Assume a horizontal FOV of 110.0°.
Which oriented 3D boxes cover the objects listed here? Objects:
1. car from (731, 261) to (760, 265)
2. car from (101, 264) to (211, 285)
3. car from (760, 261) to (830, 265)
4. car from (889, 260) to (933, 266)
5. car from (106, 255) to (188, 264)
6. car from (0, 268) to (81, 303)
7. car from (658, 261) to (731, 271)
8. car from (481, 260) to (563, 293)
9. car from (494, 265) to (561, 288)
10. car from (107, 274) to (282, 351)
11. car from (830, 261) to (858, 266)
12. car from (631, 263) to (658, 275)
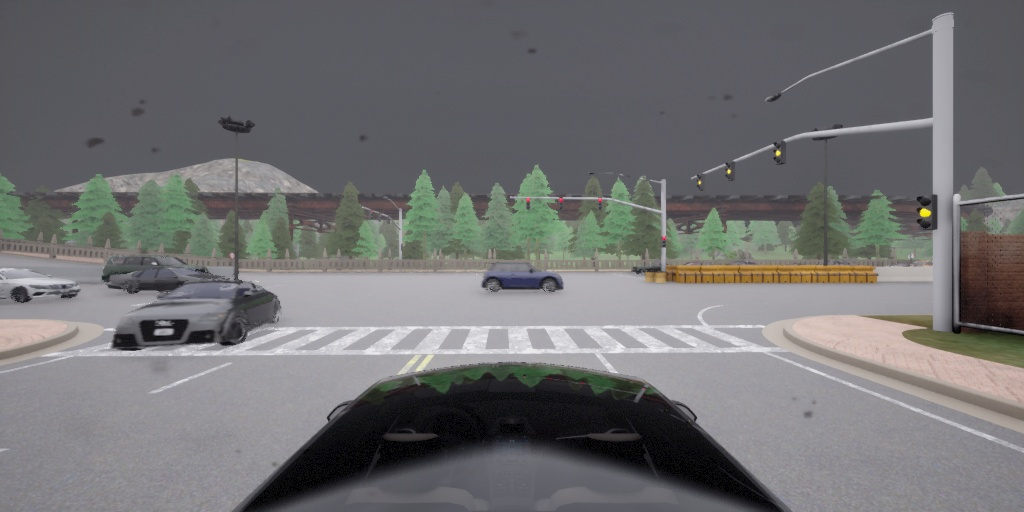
[{"bbox_3d":[24.540,1.241,38.552,4.902,1.511,2.128,0,0,-2],"label":"car"},{"bbox_3d":[-18.485,1.296,19.491,5.357,1.411,2.033,0,0,-2],"label":"car"},{"bbox_3d":[24.863,1.314,31.559,4.181,1.385,1.994,0,0,-2],"label":"car"},{"bbox_3d":[34.808,1.314,31.865,4.181,1.385,1.994,0,0,-2],"label":"car"},{"bbox_3d":[-22.587,0.965,22.866,5.566,2.045,2.150,0,0,-2],"label":"car"},{"bbox_3d":[-22.220,1.272,15.874,4.674,1.442,1.812,0,0,-2],"label":"car"},{"bbox_3d":[15.873,1.228,31.276,5.008,1.535,1.882,0,0,-2],"label":"car"},{"bbox_3d":[0.554,1.102,20.089,4.553,1.767,2.097,0,0,-2],"label":"car"},{"bbox_3d":[0.947,1.314,23.604,4.181,1.385,1.994,0,0,-2],"label":"car"},{"bbox_3d":[-7.441,1.314,8.993,1.994,1.385,4.181,0,0,-17],"label":"car"},{"bbox_3d":[34.696,1.242,38.866,4.902,1.511,2.128,0,0,-2],"label":"car"},{"bbox_3d":[15.287,1.351,38.261,4.718,1.301,1.895,0,0,-2],"label":"car"}]
